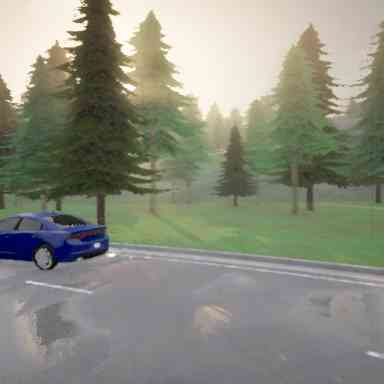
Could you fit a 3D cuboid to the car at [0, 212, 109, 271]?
[{"bbox_3d":[-4.978,1.373,10.398,5.008,1.535,1.882,0,0,23],"label":"car"}]
